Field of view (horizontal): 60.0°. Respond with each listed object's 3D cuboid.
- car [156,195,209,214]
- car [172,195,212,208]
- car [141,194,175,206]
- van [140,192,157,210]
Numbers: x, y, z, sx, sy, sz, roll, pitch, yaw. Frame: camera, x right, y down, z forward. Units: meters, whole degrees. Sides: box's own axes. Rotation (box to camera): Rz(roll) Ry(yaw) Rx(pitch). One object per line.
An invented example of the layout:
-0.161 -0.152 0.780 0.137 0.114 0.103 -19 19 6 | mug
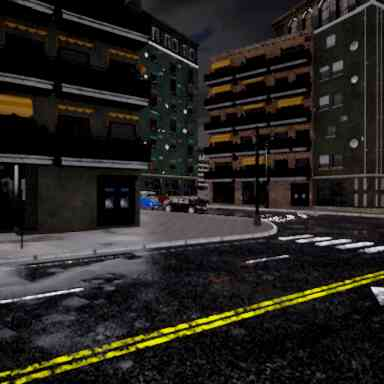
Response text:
-0.631 1.180 29.263 4.403 1.369 2.008 1 -1 37 | car
-0.006 1.100 39.262 4.403 1.369 2.008 1 0 37 | car
-4.430 1.015 42.573 4.206 1.307 1.802 1 0 37 | car
-5.048 0.854 32.575 3.998 1.788 1.690 1 -1 37 | van
